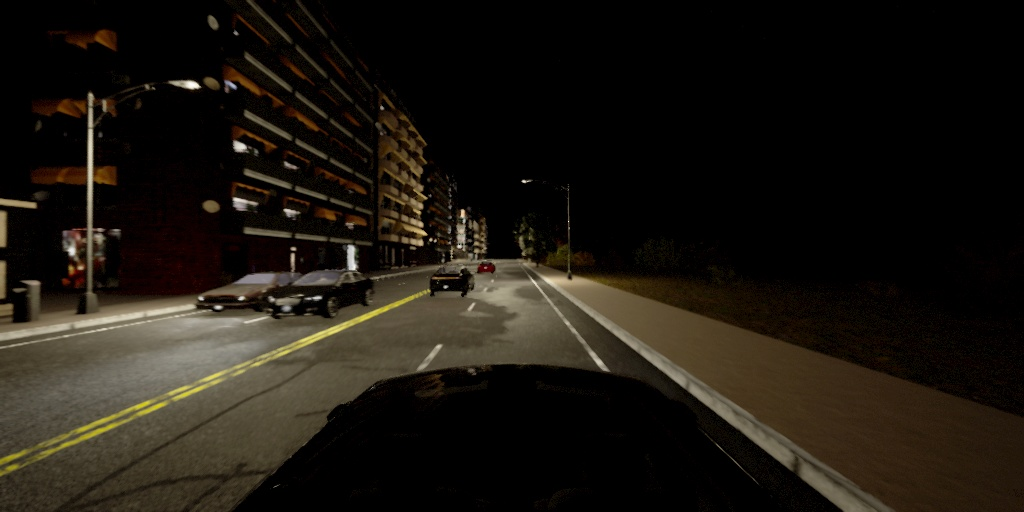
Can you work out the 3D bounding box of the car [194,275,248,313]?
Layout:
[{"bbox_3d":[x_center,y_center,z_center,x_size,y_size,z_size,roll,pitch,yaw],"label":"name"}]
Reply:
[{"bbox_3d":[-9.825,1.337,14.650,2.033,1.411,5.357,0,0,0],"label":"car"}]

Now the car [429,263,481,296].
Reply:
[{"bbox_3d":[-3.115,1.256,19.325,2.128,1.511,4.902,0,0,0],"label":"car"}]

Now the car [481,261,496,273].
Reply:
[{"bbox_3d":[-3.057,1.327,43.550,1.994,1.385,4.181,0,0,0],"label":"car"}]

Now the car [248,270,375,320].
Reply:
[{"bbox_3d":[-6.577,1.268,12.919,2.128,1.511,4.902,0,0,0],"label":"car"}]
